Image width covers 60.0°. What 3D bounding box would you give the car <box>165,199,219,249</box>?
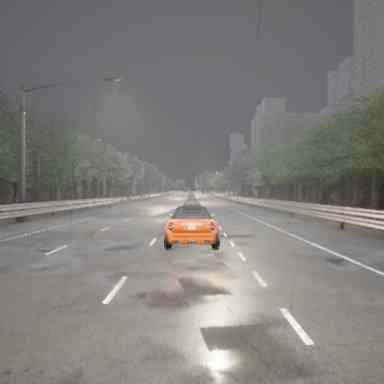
[{"bbox_3d":[-0.009,1.361,14.684,2.097,1.767,4.553,0,0,0],"label":"car"}]

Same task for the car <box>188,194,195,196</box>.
[{"bbox_3d":[-0.032,1.542,63.474,1.994,1.385,4.181,0,0,0],"label":"car"}]

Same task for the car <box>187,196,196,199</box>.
[{"bbox_3d":[-0.017,1.489,32.361,1.882,1.535,5.008,0,0,0],"label":"car"}]
